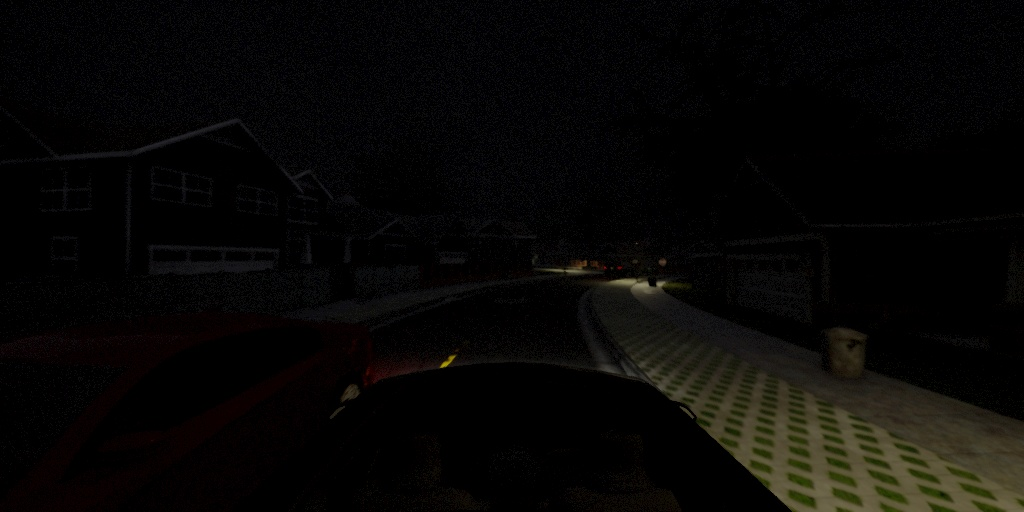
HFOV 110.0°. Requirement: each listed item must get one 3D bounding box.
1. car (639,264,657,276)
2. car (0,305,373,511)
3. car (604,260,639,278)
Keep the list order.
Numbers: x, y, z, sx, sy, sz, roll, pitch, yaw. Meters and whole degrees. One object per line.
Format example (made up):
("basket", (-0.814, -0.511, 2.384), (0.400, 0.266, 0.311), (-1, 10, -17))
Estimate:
("car", (19.429, 1.886, 51.669), (2.097, 1.767, 4.553), (1, -1, 14))
("car", (-2.687, 1.211, 2.366), (1.882, 1.535, 5.008), (0, 0, 2))
("car", (12.642, 1.519, 41.947), (2.150, 2.045, 5.566), (0, -1, 36))
